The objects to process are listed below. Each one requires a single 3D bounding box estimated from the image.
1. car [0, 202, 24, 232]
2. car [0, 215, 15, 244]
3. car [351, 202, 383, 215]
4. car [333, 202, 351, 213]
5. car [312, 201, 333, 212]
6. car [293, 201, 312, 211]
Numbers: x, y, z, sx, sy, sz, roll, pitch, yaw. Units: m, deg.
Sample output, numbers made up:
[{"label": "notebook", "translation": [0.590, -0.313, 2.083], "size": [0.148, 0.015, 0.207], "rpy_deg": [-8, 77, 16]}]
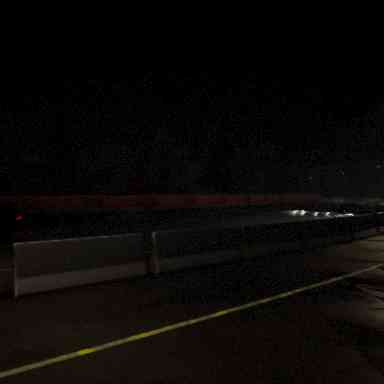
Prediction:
[{"label": "car", "translation": [-11.792, 1.550, 17.127], "size": [5.566, 2.045, 2.150], "rpy_deg": [0, -1, -35]}, {"label": "car", "translation": [-10.303, 1.874, 13.887], "size": [4.718, 1.301, 1.895], "rpy_deg": [0, -1, -35]}, {"label": "car", "translation": [19.014, 1.834, 35.236], "size": [2.033, 1.411, 5.357], "rpy_deg": [-1, -1, 42]}, {"label": "car", "translation": [19.811, 1.908, 41.528], "size": [2.033, 1.411, 5.357], "rpy_deg": [-1, -1, 40]}, {"label": "car", "translation": [18.558, 1.948, 45.562], "size": [1.812, 1.442, 4.674], "rpy_deg": [-1, -1, 39]}, {"label": "car", "translation": [16.373, 2.042, 48.431], "size": [1.994, 1.385, 4.181], "rpy_deg": [-1, -1, 39]}]
